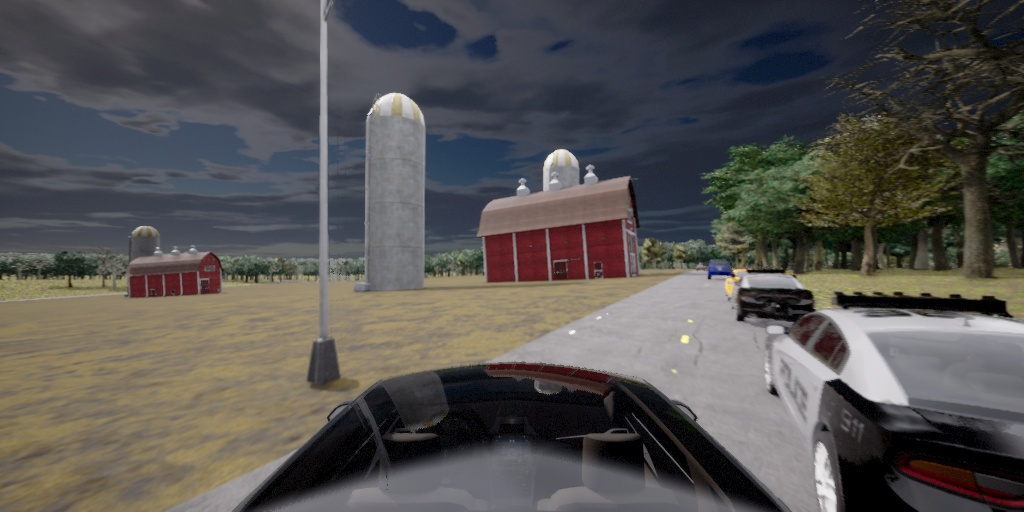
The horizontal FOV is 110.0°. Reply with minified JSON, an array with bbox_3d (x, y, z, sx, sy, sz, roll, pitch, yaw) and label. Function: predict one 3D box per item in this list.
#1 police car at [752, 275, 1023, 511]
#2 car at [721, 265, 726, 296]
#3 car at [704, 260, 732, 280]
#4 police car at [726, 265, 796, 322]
[{"bbox_3d":[3.818,1.170,3.498,1.930,1.638,5.238,-1,-1,29],"label":"police car"},{"bbox_3d":[11.489,1.370,17.418,1.882,1.535,5.008,-1,-1,29],"label":"car"},{"bbox_3d":[21.851,1.410,37.853,2.150,2.045,5.566,-1,-1,29],"label":"car"},{"bbox_3d":[8.645,1.253,12.259,1.930,1.638,5.238,-1,-1,29],"label":"police car"}]
